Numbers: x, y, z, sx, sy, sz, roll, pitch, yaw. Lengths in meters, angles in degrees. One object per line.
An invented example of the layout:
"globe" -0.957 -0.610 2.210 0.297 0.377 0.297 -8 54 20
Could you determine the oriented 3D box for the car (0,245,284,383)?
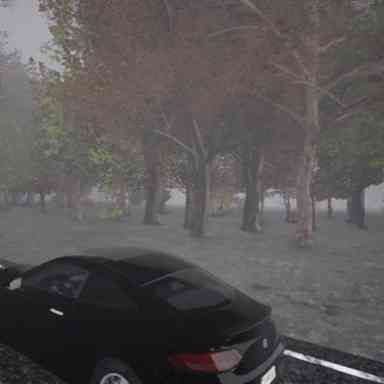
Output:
"car" -1.166 1.449 4.402 4.674 1.442 1.812 2 1 35
